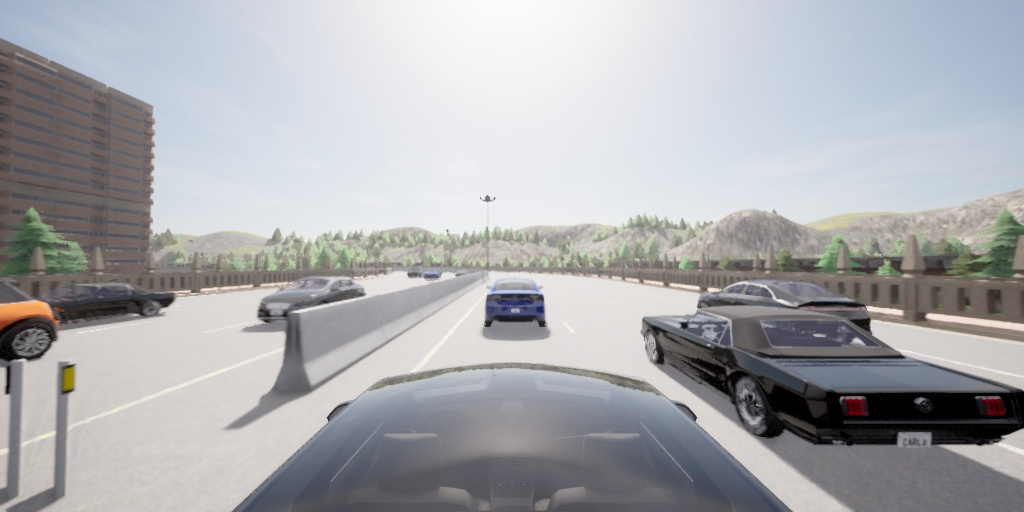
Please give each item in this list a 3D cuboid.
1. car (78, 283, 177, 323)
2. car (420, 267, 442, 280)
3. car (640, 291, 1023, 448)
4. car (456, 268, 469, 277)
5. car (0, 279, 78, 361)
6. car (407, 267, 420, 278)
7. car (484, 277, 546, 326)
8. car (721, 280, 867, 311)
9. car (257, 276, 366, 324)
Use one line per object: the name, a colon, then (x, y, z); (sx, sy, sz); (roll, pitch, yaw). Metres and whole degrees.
car: (-14.103, 1.574, 11.795); (1.895, 1.301, 4.718); (0, -1, 0)
car: (-10.719, 2.411, 48.818); (1.882, 1.535, 5.008); (0, -2, -2)
car: (3.599, 1.410, 5.429); (1.895, 1.301, 4.718); (0, -1, 0)
car: (-7.667, 2.650, 56.148); (1.812, 1.442, 4.674); (0, -1, -5)
car: (-10.601, 1.166, 5.549); (2.097, 1.767, 4.553); (0, -1, 0)
car: (-14.549, 2.436, 54.556); (2.097, 1.767, 4.553); (0, -2, -5)
car: (0.097, 1.474, 12.725); (1.882, 1.535, 5.008); (0, -1, 0)
car: (7.097, 1.419, 10.082); (2.128, 1.511, 4.902); (0, -1, 0)
car: (-7.104, 1.502, 13.271); (2.128, 1.511, 4.902); (0, -1, 0)
